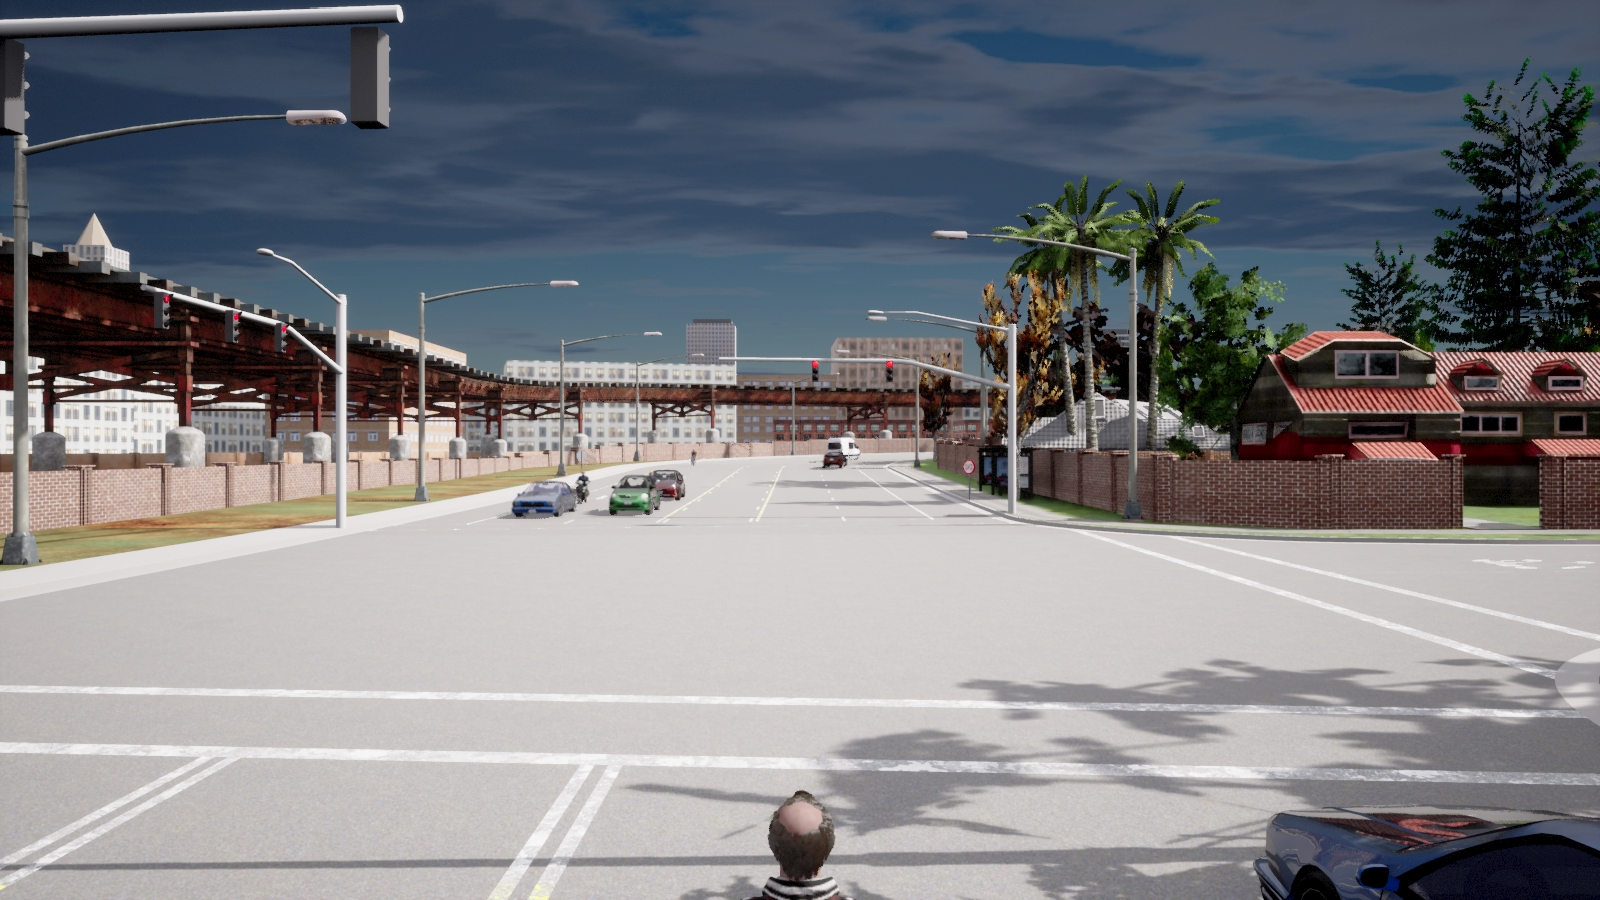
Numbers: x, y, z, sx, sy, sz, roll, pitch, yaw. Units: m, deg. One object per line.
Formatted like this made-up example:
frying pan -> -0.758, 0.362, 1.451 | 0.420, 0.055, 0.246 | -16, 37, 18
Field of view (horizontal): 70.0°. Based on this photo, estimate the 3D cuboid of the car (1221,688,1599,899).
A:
car -> 3.467, 2.106, 4.038 | 2.033, 1.411, 5.357 | 0, 0, 1

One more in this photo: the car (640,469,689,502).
car -> -7.040, 1.800, 59.633 | 2.007, 1.525, 4.514 | 0, 1, 0

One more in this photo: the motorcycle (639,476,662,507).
motorcycle -> -7.052, 1.956, 53.981 | 0.856, 1.341, 1.805 | 0, 1, 0

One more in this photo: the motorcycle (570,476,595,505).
motorcycle -> -10.483, 1.945, 55.111 | 0.856, 1.341, 1.805 | 0, 1, 1

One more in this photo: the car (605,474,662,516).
car -> -7.031, 1.889, 48.678 | 1.851, 1.617, 3.988 | 0, 1, 0

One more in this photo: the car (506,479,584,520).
car -> -10.530, 2.008, 47.593 | 2.033, 1.411, 5.357 | 0, 1, 0

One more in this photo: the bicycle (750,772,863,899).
bicycle -> 0.019, 2.048, 3.681 | 0.329, 1.496, 1.835 | 0, 0, 0
